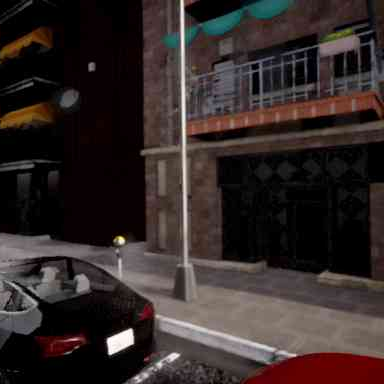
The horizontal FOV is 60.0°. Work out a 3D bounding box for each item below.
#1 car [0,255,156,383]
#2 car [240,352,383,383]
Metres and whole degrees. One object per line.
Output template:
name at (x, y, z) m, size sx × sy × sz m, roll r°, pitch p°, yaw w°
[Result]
car at (-2.424, 1.571, 4.626) m, size 4.313 × 1.339 × 1.947 m, roll 0°, pitch -1°, yaw 36°
car at (2.184, 1.544, 1.335) m, size 4.507 × 1.381 × 1.887 m, roll 0°, pitch -1°, yaw 36°
